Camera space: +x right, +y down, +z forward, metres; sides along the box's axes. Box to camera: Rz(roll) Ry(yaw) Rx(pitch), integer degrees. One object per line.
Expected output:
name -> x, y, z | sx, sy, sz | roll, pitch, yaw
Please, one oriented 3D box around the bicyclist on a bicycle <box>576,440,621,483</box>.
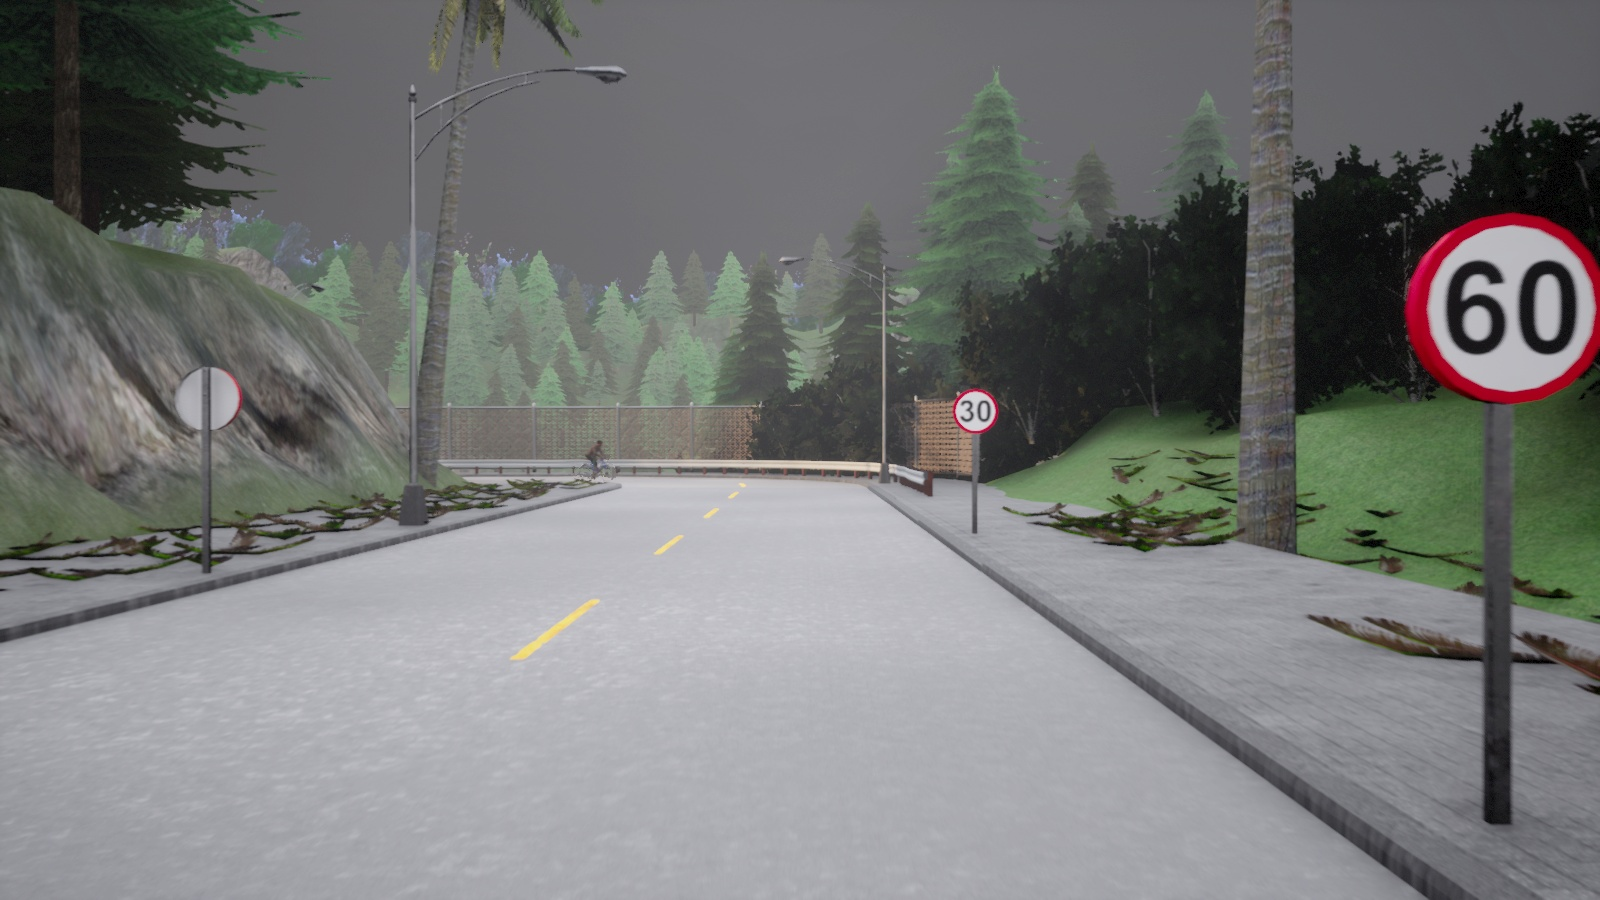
bicyclist on a bicycle -> -7.753, 0.423, 48.262 | 1.656, 1.620, 0.582 | 1, 2, 26
